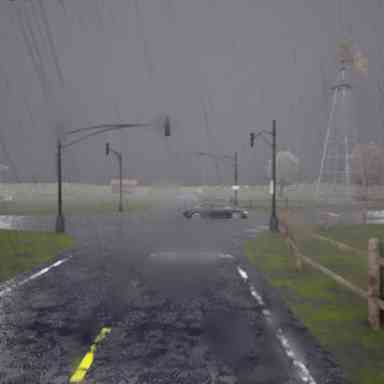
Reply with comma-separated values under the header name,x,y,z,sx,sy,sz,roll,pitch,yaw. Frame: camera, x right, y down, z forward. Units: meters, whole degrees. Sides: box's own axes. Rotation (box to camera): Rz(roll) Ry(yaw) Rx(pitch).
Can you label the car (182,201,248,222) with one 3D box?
name,x,y,z,sx,sy,sz,roll,pitch,yaw
car,1.718,1.413,24.718,4.892,1.490,1.837,-1,1,0
